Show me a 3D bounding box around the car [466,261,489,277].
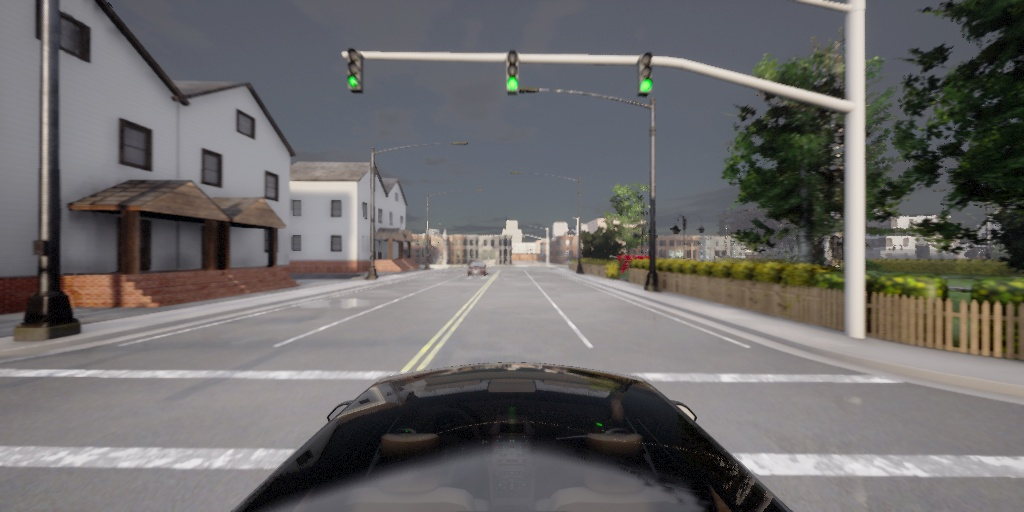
[{"bbox_3d":[-3.477,1.272,36.743,1.812,1.442,4.674,0,0,0],"label":"car"}]
